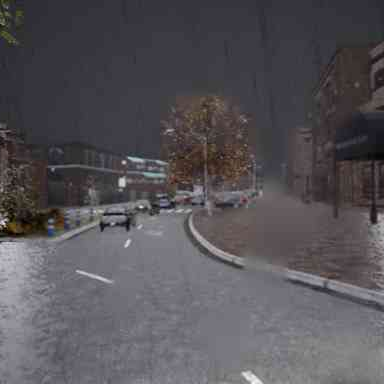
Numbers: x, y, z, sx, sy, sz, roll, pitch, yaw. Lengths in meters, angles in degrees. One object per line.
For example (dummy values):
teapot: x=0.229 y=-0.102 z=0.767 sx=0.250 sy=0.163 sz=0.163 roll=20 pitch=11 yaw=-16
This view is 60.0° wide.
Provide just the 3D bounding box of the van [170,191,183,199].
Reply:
van: x=-3.809 y=0.715 z=82.878 sx=1.878 sy=1.987 sz=4.442 roll=-1 pitch=1 yaw=17

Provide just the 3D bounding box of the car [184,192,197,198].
car: x=-0.367 y=0.791 z=93.548 sx=2.002 sy=1.452 sz=4.674 roll=-1 pitch=0 yaw=19

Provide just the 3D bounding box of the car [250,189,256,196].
car: x=11.932 y=0.744 z=77.857 sx=4.792 sy=1.488 sz=2.163 roll=-1 pitch=1 yaw=17

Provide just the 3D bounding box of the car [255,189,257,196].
car: x=13.513 y=0.352 z=83.083 sx=5.566 sy=2.045 sz=2.435 roll=-1 pitch=1 yaw=18

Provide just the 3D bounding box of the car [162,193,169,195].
car: x=-6.720 y=1.167 z=72.326 sx=2.097 sy=1.535 sz=5.008 roll=-1 pitch=1 yaw=15

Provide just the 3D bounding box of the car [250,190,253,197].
car: x=9.798 y=0.930 z=69.817 sx=4.792 sy=1.488 sz=2.163 roll=-1 pitch=1 yaw=15

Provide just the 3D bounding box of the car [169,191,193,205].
car: x=-1.712 y=1.207 z=53.968 sx=2.097 sy=1.767 sz=4.553 roll=-1 pitch=1 yaw=11

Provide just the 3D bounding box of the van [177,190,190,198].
van: x=-2.178 y=0.611 z=88.170 sx=1.878 sy=1.987 sz=4.442 roll=-1 pitch=1 yaw=19

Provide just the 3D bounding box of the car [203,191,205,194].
car: x=3.987 y=0.814 z=65.849 sx=2.150 sy=2.045 sz=5.566 roll=-1 pitch=1 yaw=13

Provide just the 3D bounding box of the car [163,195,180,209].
car: x=-3.394 y=1.556 z=44.169 sx=1.994 sy=1.385 sz=4.181 roll=-1 pitch=1 yaw=10

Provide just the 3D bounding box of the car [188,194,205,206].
car: x=1.150 y=1.393 z=52.160 sx=1.994 sy=1.385 sz=4.181 roll=-1 pitch=0 yaw=10

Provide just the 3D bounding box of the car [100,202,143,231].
car: x=-4.835 y=1.690 z=22.260 sx=2.128 sy=1.511 sz=4.902 roll=-1 pitch=0 yaw=-3

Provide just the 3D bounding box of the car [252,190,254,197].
car: x=10.455 y=0.842 z=72.468 sx=4.892 sy=1.521 sz=2.231 roll=-1 pitch=1 yaw=15

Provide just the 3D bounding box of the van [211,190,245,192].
van: x=5.114 y=1.064 z=48.607 sx=4.442 sy=1.987 sz=1.878 roll=-1 pitch=1 yaw=10

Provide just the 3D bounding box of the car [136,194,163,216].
car: x=-4.678 y=1.453 z=34.192 sx=2.097 sy=1.767 sz=4.553 roll=-1 pitch=1 yaw=6

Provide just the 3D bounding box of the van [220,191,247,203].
van: x=7.387 y=0.889 z=59.166 sx=4.442 sy=1.987 sz=1.878 roll=-1 pitch=1 yaw=12

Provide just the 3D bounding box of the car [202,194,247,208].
car: x=4.241 y=1.365 z=43.168 sx=4.892 sy=1.521 sz=2.231 roll=-1 pitch=1 yaw=10

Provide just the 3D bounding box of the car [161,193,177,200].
car: x=-5.316 y=1.085 z=77.636 sx=2.163 sy=1.488 sz=4.792 roll=-1 pitch=1 yaw=16

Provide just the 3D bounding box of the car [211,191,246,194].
car: x=4.768 y=1.201 z=45.870 sx=4.553 sy=1.767 sz=2.185 roll=-1 pitch=1 yaw=10

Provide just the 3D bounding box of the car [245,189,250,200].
car: x=5.741 y=0.998 z=51.283 sx=5.566 sy=2.045 sz=2.435 roll=-1 pitch=1 yaw=11
